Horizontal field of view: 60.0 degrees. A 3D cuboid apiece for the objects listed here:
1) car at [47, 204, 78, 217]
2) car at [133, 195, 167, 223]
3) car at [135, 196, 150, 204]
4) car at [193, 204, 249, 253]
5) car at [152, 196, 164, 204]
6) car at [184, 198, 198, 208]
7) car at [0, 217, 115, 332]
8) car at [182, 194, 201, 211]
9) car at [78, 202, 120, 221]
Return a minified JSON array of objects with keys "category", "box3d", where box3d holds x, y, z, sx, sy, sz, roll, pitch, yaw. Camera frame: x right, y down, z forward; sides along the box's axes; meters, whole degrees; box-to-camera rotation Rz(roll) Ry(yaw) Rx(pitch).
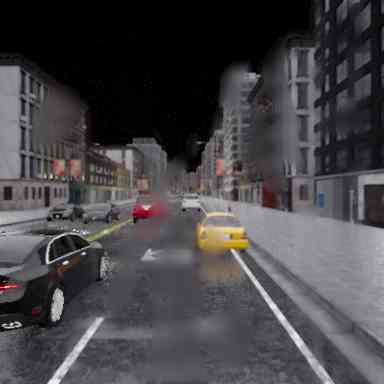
[{"category":"car","box3d":[-9.921,1.620,26.526,1.994,1.385,4.181,0,0,0]},{"category":"car","box3d":[-3.208,1.277,26.119,2.150,2.045,5.566,0,0,0]},{"category":"car","box3d":[-9.940,1.646,67.110,2.128,1.511,4.902,0,0,0]},{"category":"car","box3d":[1.101,1.487,13.766,1.801,1.575,5.366,0,0,0]},{"category":"car","box3d":[-6.697,1.637,66.318,1.837,1.490,4.892,0,0,0]},{"category":"car","box3d":[-0.144,1.654,52.838,2.033,1.411,5.357,0,0,0]},{"category":"car","box3d":[-3.166,1.522,6.960,1.837,1.490,4.892,0,0,0]},{"category":"car","box3d":[-0.040,1.308,41.514,2.150,2.045,5.566,0,0,0]},{"category":"car","box3d":[-6.666,1.558,24.958,1.837,1.490,4.892,0,0,0]}]
